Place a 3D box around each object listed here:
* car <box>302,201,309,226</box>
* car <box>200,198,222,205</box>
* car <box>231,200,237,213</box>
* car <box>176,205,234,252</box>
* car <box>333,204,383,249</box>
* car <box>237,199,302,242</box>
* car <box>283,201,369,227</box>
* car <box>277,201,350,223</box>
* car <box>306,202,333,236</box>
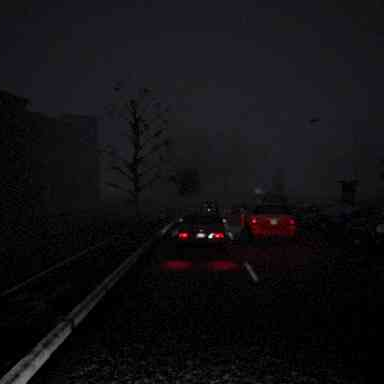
[{"bbox_3d":[8.639,1.474,19.091,4.674,1.452,2.002,1,0,-16],"label":"car"},{"bbox_3d":[1.821,1.407,32.666,1.837,1.490,4.892,0,0,6],"label":"car"},{"bbox_3d":[4.898,1.451,33.278,1.812,1.442,4.674,0,0,6],"label":"car"},{"bbox_3d":[0.419,1.486,13.551,2.033,1.411,5.357,0,0,3],"label":"car"},{"bbox_3d":[8.367,1.317,13.203,4.553,1.767,2.185,1,0,-17],"label":"car"},{"bbox_3d":[3.564,1.293,16.180,2.097,1.767,4.553,0,0,3],"label":"car"},{"bbox_3d":[8.822,1.432,22.044,4.892,1.521,2.231,1,0,-16],"label":"car"},{"bbox_3d":[9.079,1.461,24.999,4.792,1.488,2.163,1,0,-15],"label":"car"},{"bbox_3d":[8.466,1.437,16.146,5.008,1.535,2.097,1,0,-17],"label":"car"}]
